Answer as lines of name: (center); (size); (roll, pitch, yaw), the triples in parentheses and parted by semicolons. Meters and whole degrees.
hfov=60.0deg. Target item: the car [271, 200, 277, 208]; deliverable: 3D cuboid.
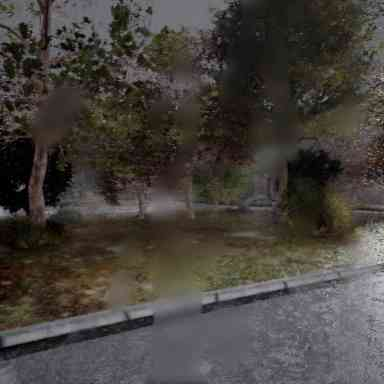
car: (10.583, 1.301, 34.171); (4.902, 1.511, 2.128); (1, 0, 29)
